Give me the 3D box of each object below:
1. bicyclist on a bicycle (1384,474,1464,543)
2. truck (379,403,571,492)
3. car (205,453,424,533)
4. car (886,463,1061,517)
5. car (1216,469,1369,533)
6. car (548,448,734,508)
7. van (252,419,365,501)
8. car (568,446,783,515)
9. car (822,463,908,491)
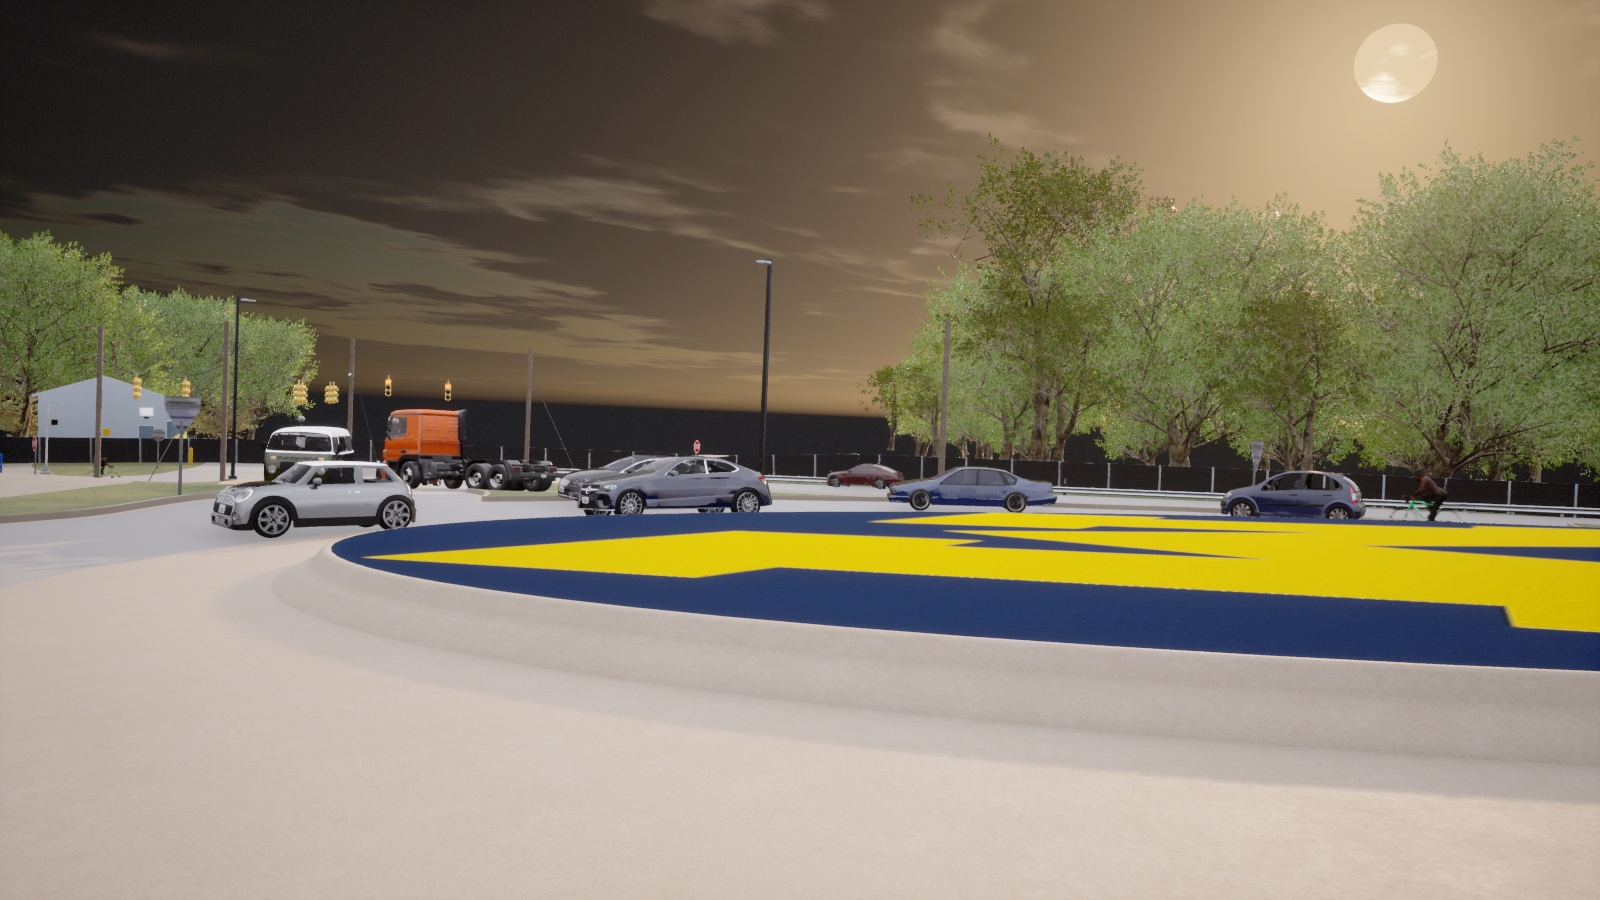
[{"bbox_3d":[15.619,1.461,31.430,1.656,1.620,0.582,1,-4,37],"label":"bicyclist on a bicycle"},{"bbox_3d":[-13.634,-0.136,52.392,7.936,3.462,2.891,1,-1,31],"label":"truck"},{"bbox_3d":[-10.117,0.857,26.275,3.806,1.475,1.970,1,2,-40],"label":"car"},{"bbox_3d":[5.475,1.270,40.172,5.357,1.411,2.033,2,2,3],"label":"car"},{"bbox_3d":[14.696,1.478,37.501,3.988,1.617,1.851,3,1,30],"label":"car"},{"bbox_3d":[-4.639,0.829,36.848,4.902,1.511,2.128,2,2,-30],"label":"car"},{"bbox_3d":[-13.519,0.253,34.790,2.069,2.038,4.480,3,0,-11],"label":"van"},{"bbox_3d":[-3.148,0.800,32.222,5.027,1.651,2.152,2,-1,-33],"label":"car"},{"bbox_3d":[3.813,1.577,74.037,4.674,1.442,1.812,2,1,26],"label":"car"}]
